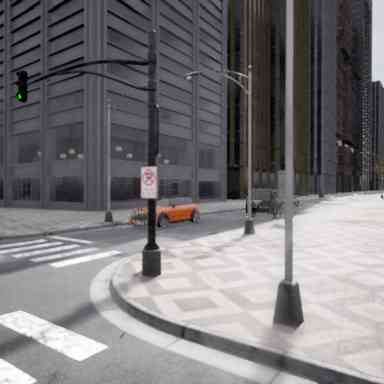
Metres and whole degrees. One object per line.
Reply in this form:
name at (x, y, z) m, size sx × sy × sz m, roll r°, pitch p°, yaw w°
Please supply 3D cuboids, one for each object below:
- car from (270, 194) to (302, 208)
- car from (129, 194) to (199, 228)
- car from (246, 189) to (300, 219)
car at (10.145, 0.933, 35.856) m, size 1.994 × 1.385 × 4.181 m, roll 0°, pitch 1°, yaw 36°
car at (-1.547, 1.051, 19.613) m, size 2.097 × 1.767 × 4.553 m, roll 0°, pitch 1°, yaw 36°
car at (5.968, 0.791, 24.596) m, size 2.150 × 2.045 × 5.566 m, roll 0°, pitch 1°, yaw 36°
